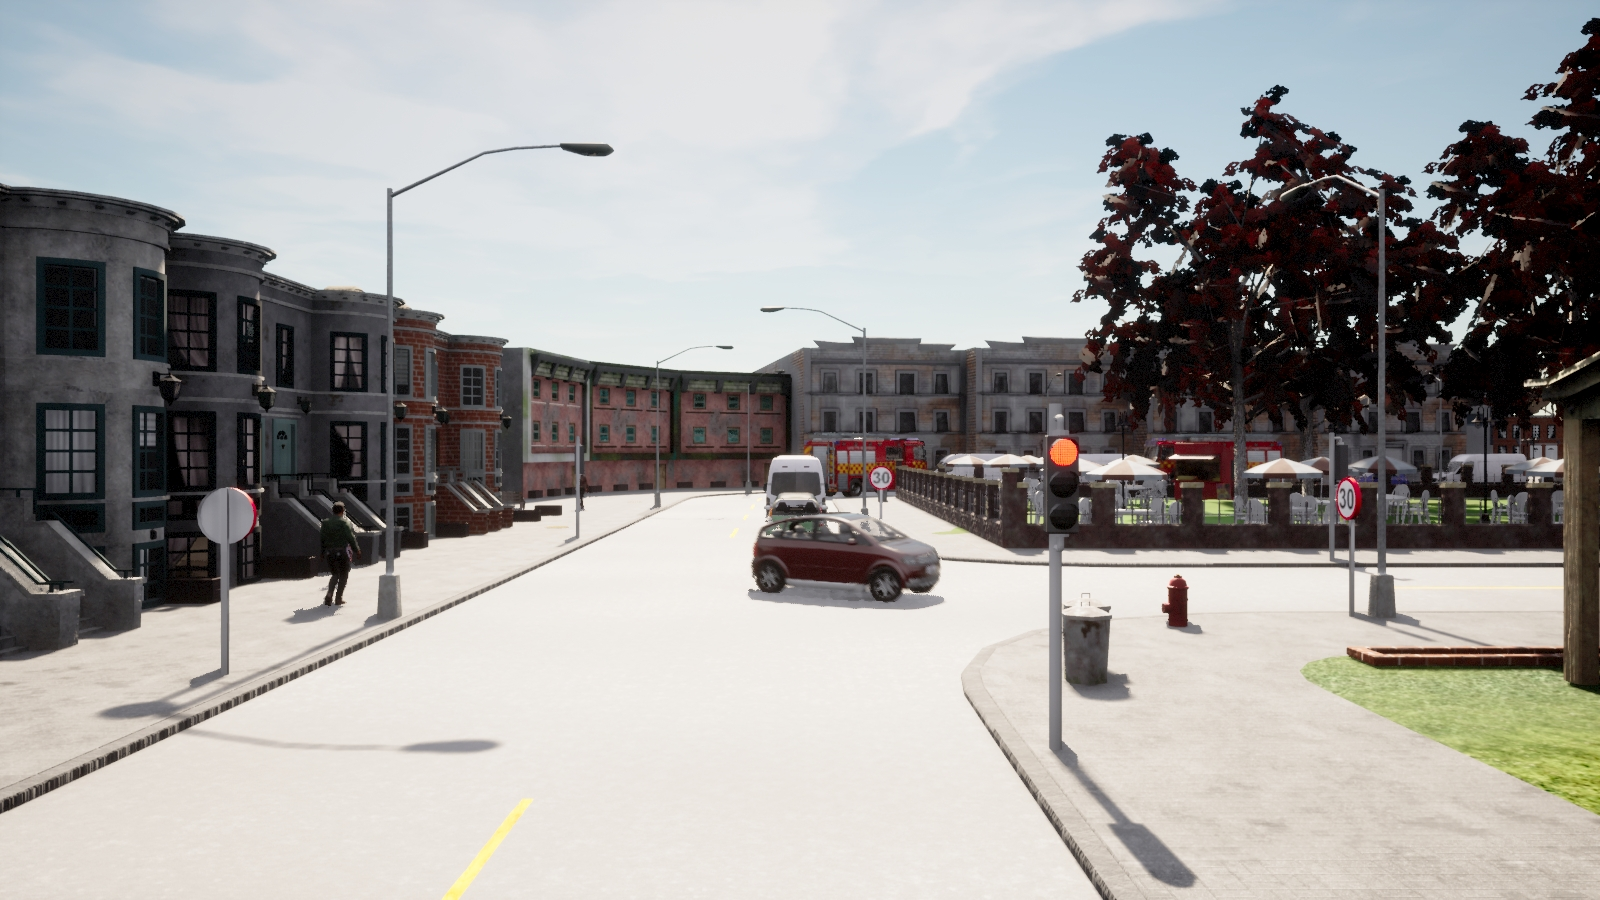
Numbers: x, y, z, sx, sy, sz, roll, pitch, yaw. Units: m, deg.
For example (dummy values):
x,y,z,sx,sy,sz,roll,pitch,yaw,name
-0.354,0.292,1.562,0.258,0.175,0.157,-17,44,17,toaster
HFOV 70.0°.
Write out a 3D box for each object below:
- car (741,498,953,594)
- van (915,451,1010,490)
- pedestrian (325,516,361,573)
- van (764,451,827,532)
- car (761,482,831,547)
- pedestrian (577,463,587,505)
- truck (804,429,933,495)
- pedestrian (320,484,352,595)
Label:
x,y,z,sx,sy,sz,roll,pitch,yaw,name
0.895,1.805,22.277,3.705,1.549,1.789,0,1,32,car
10.550,1.314,74.428,5.915,2.561,1.988,0,0,0,van
-9.191,1.904,22.988,0.500,1.100,0.500,0,0,7,pedestrian
-0.147,1.315,39.074,1.988,2.561,5.915,0,0,0,van
-0.119,1.779,32.373,1.851,1.617,3.988,0,0,0,car
-9.814,1.525,51.333,0.375,1.860,0.375,0,0,0,pedestrian
4.295,0.672,70.228,8.468,3.827,2.891,0,0,-43,truck
-7.934,1.524,19.551,0.375,1.860,0.375,0,0,4,pedestrian
